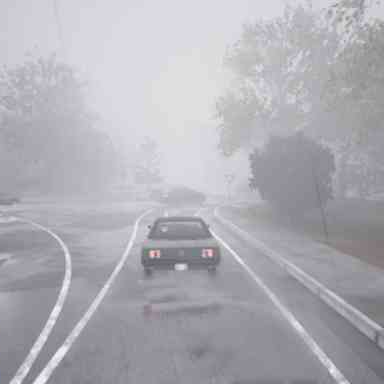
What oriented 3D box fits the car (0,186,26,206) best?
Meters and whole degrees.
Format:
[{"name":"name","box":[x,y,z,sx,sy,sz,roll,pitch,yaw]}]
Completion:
[{"name":"car","box":[-16.374,0.446,26.043,5.357,1.411,2.033,0,3,5]}]

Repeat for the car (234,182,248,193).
[{"name":"car","box":[6.837,-0.673,44.734,2.033,1.411,5.357,0,3,-1]}]

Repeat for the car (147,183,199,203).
[{"name":"car","box":[-1.689,0.045,31.670,1.882,1.535,5.008,3,5,44]}]

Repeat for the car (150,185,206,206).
[{"name":"car","box":[-0.950,0.313,27.901,4.674,1.442,1.812,-3,5,-40]}]

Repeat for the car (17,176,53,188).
[{"name":"car","box":[-26.932,-1.672,57.223,5.566,2.045,2.150,-2,4,-44]}]

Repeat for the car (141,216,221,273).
[{"name":"car","box":[-0.379,1.358,9.870,1.895,1.301,4.718,0,2,-3]}]
